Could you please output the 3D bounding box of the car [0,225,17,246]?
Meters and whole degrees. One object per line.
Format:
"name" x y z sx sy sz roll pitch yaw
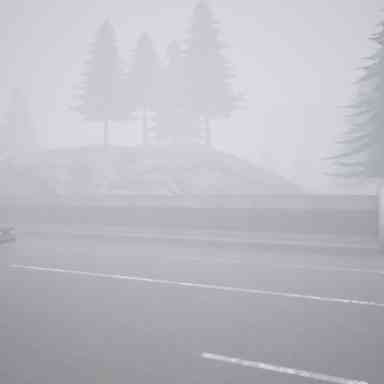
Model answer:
"car" -10.198 1.756 14.446 5.357 1.411 2.033 0 -1 21
